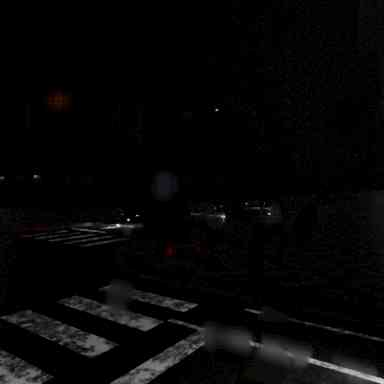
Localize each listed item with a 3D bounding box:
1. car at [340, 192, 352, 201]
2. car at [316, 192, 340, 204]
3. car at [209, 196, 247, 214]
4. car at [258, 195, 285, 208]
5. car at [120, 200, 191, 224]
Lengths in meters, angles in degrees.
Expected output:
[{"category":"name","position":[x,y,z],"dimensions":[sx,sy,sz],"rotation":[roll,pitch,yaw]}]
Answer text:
[{"category":"car","position":[25.362,0.652,55.720],"dimensions":[1.882,1.535,5.008],"rotation":[0,1,36]},{"category":"car","position":[18.867,0.827,46.633],"dimensions":[1.837,1.490,4.892],"rotation":[0,1,36]},{"category":"car","position":[3.398,1.109,30.479],"dimensions":[1.837,1.490,4.892],"rotation":[0,1,36]},{"category":"car","position":[9.239,1.034,38.635],"dimensions":[1.994,1.385,4.181],"rotation":[0,1,36]},{"category":"car","position":[-2.263,1.283,22.499],"dimensions":[2.033,1.411,5.357],"rotation":[0,1,38]}]
